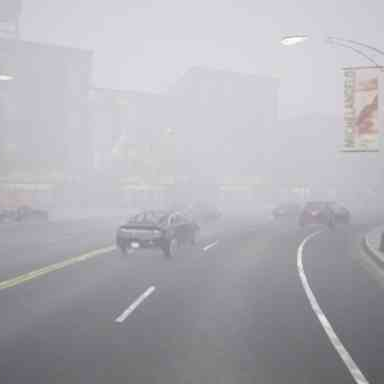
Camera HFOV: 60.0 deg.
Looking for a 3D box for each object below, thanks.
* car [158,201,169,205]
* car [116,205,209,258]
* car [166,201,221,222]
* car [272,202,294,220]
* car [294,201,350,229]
[{"bbox_3d":[-1.772,1.474,27.274,2.033,1.411,5.357,0,0,36],"label":"car"},{"bbox_3d":[-1.083,1.455,12.772,2.128,1.511,4.902,0,0,17],"label":"car"},{"bbox_3d":[0.403,1.510,24.066,1.994,1.385,4.181,0,0,35],"label":"car"},{"bbox_3d":[8.580,1.548,27.952,4.181,1.385,1.994,0,0,-44],"label":"car"},{"bbox_3d":[8.816,1.351,21.924,2.097,1.767,4.553,0,0,40],"label":"car"}]
